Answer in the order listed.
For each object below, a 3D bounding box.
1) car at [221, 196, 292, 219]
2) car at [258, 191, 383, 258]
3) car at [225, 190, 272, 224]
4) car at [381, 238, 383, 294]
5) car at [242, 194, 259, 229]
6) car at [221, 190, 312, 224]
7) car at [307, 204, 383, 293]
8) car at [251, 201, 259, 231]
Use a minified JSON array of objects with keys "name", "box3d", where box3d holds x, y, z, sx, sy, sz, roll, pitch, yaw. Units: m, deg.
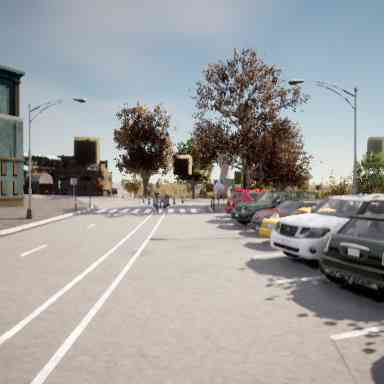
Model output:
[{"name":"car","box3d":[4.885,1.098,25.347,4.892,1.521,2.231,0,1,-22]},{"name":"car","box3d":[5.230,1.116,10.469,5.566,2.045,2.435,1,1,-21]},{"name":"car","box3d":[5.047,0.964,19.383,5.566,2.045,2.435,0,1,-22]},{"name":"car","box3d":[5.339,1.451,4.553,4.792,1.488,2.163,1,0,-21]},{"name":"car","box3d":[5.173,1.148,16.442,4.553,1.767,2.185,0,1,-22]},{"name":"car","box3d":[5.014,0.905,22.385,5.566,2.045,2.435,0,1,-22]},{"name":"car","box3d":[5.262,1.273,7.501,4.553,1.767,2.185,1,0,-21]},{"name":"car","box3d":[5.374,1.324,13.540,5.366,1.575,1.946,0,1,-21]}]
